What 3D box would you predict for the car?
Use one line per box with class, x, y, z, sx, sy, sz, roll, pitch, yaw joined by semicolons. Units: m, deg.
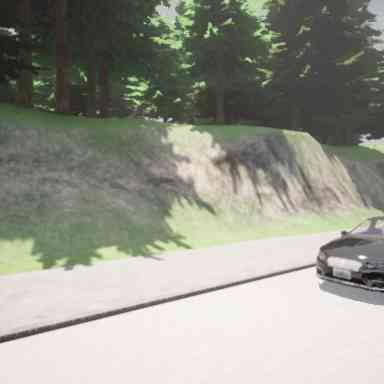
car;5.039;1.359;8.179;4.902;1.511;2.128;-1;1;-35
